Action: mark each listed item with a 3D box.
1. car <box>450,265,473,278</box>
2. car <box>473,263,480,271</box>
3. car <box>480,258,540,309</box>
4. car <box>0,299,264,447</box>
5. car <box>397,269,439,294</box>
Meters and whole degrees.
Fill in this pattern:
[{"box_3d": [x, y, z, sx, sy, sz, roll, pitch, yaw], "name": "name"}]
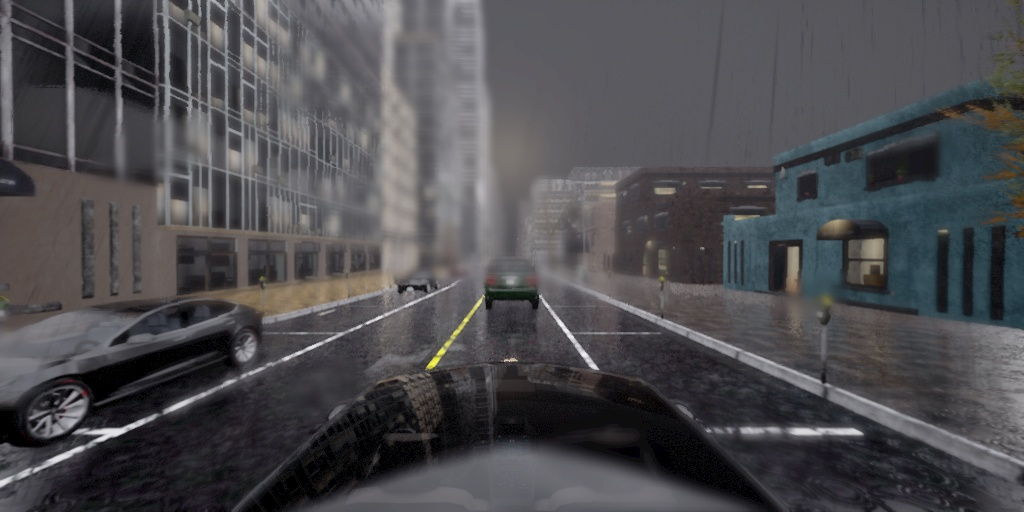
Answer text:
[{"box_3d": [-5.681, 1.641, 39.150, 1.888, 1.381, 4.507, 0, 0, 0], "name": "car"}, {"box_3d": [-5.778, 1.858, 61.724, 2.007, 1.370, 4.403, 0, 0, 0], "name": "car"}, {"box_3d": [0.006, 1.097, 15.886, 2.150, 2.045, 5.566, 0, 0, 0], "name": "car"}, {"box_3d": [-5.690, 1.349, 5.287, 1.948, 1.339, 4.313, 0, 0, 0], "name": "car"}, {"box_3d": [-5.685, 1.505, 22.219, 1.948, 1.339, 4.313, 0, 0, 0], "name": "car"}]
